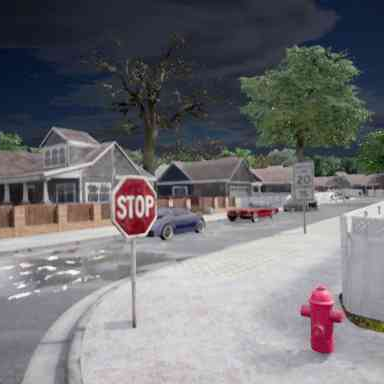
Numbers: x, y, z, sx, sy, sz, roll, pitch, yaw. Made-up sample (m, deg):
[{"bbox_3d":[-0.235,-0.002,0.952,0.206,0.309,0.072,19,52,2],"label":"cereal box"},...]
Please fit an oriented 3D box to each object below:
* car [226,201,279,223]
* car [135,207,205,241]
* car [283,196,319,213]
[{"bbox_3d":[4.240,1.320,22.966,1.895,1.301,4.718,-2,-1,36],"label":"car"},{"bbox_3d":[-1.129,1.395,15.709,1.994,1.385,4.181,-2,0,34],"label":"car"},{"bbox_3d":[10.198,0.952,31.052,2.097,1.767,4.553,-2,-1,36],"label":"car"}]
